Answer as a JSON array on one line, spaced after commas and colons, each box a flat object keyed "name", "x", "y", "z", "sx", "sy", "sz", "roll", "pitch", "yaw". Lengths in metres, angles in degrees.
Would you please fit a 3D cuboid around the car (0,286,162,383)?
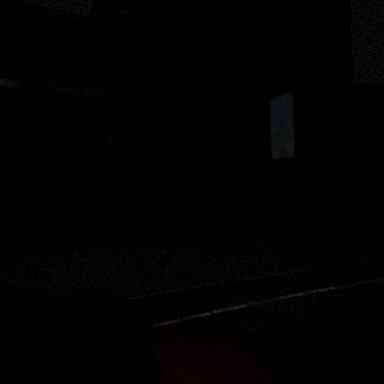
[{"name": "car", "x": -2.598, "y": 1.449, "z": 1.971, "sx": 5.008, "sy": 1.535, "sz": 1.882, "roll": 0, "pitch": 0, "yaw": -34}]
